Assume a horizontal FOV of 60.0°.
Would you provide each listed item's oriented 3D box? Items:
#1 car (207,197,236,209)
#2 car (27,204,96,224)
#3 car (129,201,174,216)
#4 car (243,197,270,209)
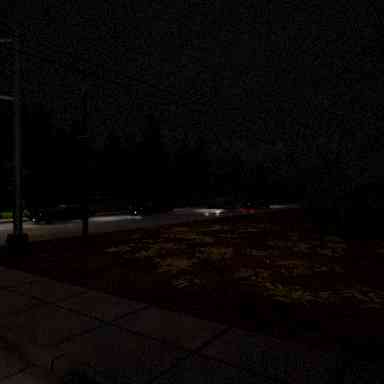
[{"bbox_3d":[3.881,1.369,42.954,1.882,1.535,5.008,0,0,37],"label":"car"},{"bbox_3d":[-9.622,1.609,24.755,1.895,1.301,4.718,0,0,37],"label":"car"},{"bbox_3d":[-3.915,1.560,32.460,1.895,1.301,4.718,0,0,37],"label":"car"},{"bbox_3d":[8.357,1.361,42.818,2.128,1.511,4.902,0,0,37],"label":"car"}]
